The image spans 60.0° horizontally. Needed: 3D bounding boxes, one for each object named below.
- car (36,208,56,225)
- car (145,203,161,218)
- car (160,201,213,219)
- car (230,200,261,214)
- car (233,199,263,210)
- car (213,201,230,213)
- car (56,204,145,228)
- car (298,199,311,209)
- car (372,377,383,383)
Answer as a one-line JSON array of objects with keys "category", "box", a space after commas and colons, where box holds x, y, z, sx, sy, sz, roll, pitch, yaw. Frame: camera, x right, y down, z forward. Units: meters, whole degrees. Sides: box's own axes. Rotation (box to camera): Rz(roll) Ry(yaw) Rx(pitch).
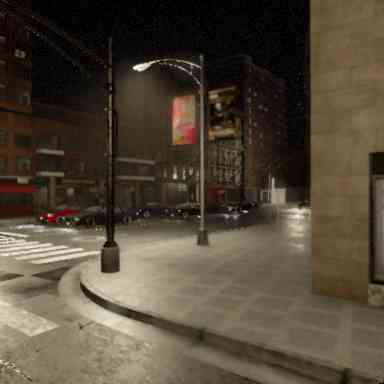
[{"category": "car", "box": [-8.949, 1.592, 23.962, 1.994, 1.385, 4.181, 0, -1, 36]}, {"category": "car", "box": [-3.823, 1.697, 31.053, 1.895, 1.301, 4.718, 0, -1, 36]}, {"category": "car", "box": [-0.375, 1.698, 30.270, 1.895, 1.301, 4.718, 0, -1, 36]}, {"category": "car", "box": [5.628, 1.661, 38.563, 2.128, 1.511, 4.902, 0, -1, 36]}, {"category": "car", "box": [8.052, 1.783, 47.399, 2.033, 1.411, 5.357, 0, 0, 36]}, {"category": "car", "box": [1.853, 1.714, 38.893, 2.033, 1.411, 5.357, 0, -1, 36]}, {"category": "car", "box": [-5.986, 1.570, 22.495, 2.033, 1.411, 5.357, 0, -1, 37]}, {"category": "car", "box": [16.995, 1.730, 48.425, 1.882, 1.535, 5.008, 0, -1, 36]}, {"category": "car", "box": [2.536, 1.451, 1.047, 4.097, 1.590, 1.967, 0, 0, 36]}]
